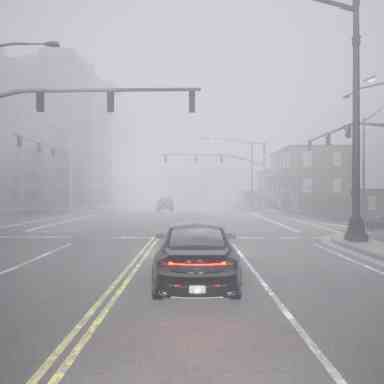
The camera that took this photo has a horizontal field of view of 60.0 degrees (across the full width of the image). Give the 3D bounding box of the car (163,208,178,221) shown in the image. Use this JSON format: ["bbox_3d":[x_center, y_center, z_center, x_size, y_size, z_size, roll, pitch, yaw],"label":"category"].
[{"bbox_3d":[-3.605,3.854,56.626,2.128,1.511,4.902,0,-12,0],"label":"car"}]

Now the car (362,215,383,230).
[{"bbox_3d":[16.056,2.655,28.274,4.181,1.385,1.994,8,0,0],"label":"car"}]

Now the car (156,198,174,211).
[{"bbox_3d":[-3.603,1.753,45.308,2.150,2.045,5.566,0,-5,0],"label":"car"}]

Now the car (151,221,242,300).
[{"bbox_3d":[0.096,1.505,8.393,1.837,1.490,4.892,0,0,0],"label":"car"}]
